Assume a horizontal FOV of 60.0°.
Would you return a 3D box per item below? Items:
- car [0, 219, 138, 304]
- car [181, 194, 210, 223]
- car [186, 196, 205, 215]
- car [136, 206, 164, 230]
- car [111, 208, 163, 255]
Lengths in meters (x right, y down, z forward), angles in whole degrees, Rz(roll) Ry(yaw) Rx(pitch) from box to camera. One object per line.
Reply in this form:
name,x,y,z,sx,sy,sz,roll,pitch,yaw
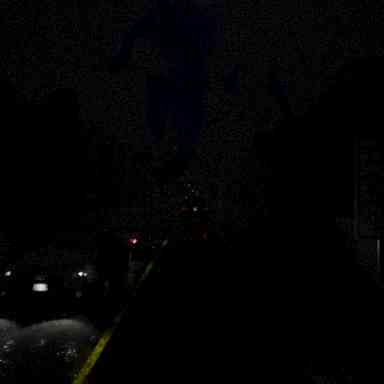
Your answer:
car,-2.774,1.592,8.155,1.994,1.385,4.181,0,0,1
car,0.296,1.435,27.780,2.150,2.045,5.566,0,-1,1
car,0.399,1.581,40.688,2.150,2.045,5.566,0,0,1
car,-2.666,1.620,19.072,1.837,1.490,4.892,0,-1,0
car,-2.627,1.615,13.985,2.033,1.411,5.357,0,0,1
